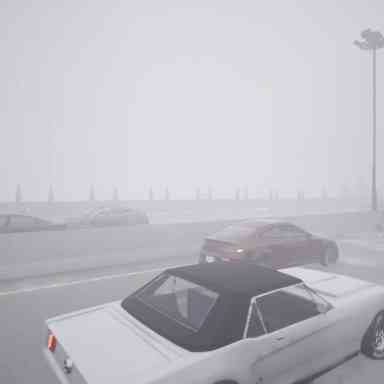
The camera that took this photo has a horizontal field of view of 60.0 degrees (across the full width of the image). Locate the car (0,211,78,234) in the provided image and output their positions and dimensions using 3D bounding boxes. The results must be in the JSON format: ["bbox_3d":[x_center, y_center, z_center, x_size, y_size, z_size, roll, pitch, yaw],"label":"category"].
[{"bbox_3d":[-7.003,1.478,11.897,5.008,1.535,1.882,0,0,-36],"label":"car"}]

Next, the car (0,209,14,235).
[{"bbox_3d":[-11.879,1.602,17.017,4.718,1.301,1.895,0,0,-36],"label":"car"}]

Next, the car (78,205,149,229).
[{"bbox_3d":[-4.683,1.492,17.852,4.902,1.511,2.128,0,0,-36],"label":"car"}]

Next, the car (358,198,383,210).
[{"bbox_3d":[22.867,1.526,41.788,5.008,1.535,1.882,0,0,-35],"label":"car"}]

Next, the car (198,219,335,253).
[{"bbox_3d":[2.329,1.526,9.710,4.674,1.442,1.812,0,0,-36],"label":"car"}]

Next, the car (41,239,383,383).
[{"bbox_3d":[0.766,1.601,4.295,4.718,1.301,1.895,0,0,-36],"label":"car"}]
